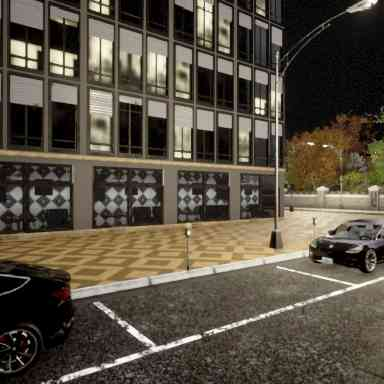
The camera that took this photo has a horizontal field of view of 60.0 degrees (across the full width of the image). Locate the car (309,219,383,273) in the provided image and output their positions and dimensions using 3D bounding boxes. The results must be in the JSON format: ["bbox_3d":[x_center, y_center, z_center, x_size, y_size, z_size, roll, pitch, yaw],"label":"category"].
[{"bbox_3d":[5.589,1.562,10.645,4.313,1.339,1.947,0,0,-36],"label":"car"}]

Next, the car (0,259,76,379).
[{"bbox_3d":[-3.641,1.566,3.960,4.313,1.339,1.947,0,0,-36],"label":"car"}]
